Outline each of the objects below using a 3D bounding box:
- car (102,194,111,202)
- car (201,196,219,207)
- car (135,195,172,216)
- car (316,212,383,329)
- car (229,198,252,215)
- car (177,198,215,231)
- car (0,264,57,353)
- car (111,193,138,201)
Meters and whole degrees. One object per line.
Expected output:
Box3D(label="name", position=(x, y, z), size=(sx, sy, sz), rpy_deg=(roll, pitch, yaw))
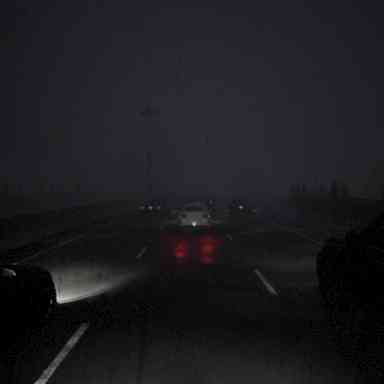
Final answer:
Box3D(label="car", position=(-12.302, 0.909, 52.539), size=(1.882, 1.535, 5.008), rpy_deg=(0, 1, 18))
Box3D(label="car", position=(1.843, 1.110, 37.044), size=(2.033, 1.411, 5.357), rpy_deg=(0, 1, 11))
Box3D(label="car", position=(-2.955, 1.227, 27.987), size=(2.033, 1.411, 5.357), rpy_deg=(0, 1, 5))
Box3D(label="car", position=(3.602, 1.170, 4.414), size=(2.150, 2.045, 5.566), rpy_deg=(0, 1, 0))
Box3D(label="car", position=(4.293, 1.214, 29.634), size=(1.994, 1.385, 4.181), rpy_deg=(0, 1, 6))
Box3D(label="car", position=(0.127, 1.314, 18.700), size=(1.812, 1.442, 4.674), rpy_deg=(0, 1, 0))
Box3D(label="car", position=(-3.398, 1.515, 4.254), size=(1.994, 1.385, 4.181), rpy_deg=(0, 1, 0))
Box3D(label="car", position=(-9.493, 0.943, 49.739), size=(2.128, 1.511, 4.902), rpy_deg=(0, 1, 17))
